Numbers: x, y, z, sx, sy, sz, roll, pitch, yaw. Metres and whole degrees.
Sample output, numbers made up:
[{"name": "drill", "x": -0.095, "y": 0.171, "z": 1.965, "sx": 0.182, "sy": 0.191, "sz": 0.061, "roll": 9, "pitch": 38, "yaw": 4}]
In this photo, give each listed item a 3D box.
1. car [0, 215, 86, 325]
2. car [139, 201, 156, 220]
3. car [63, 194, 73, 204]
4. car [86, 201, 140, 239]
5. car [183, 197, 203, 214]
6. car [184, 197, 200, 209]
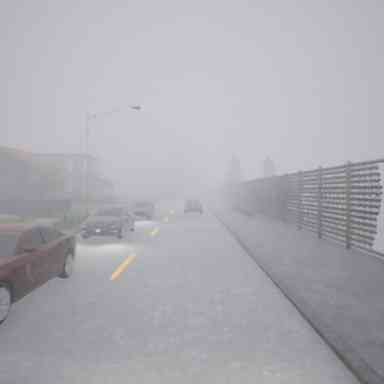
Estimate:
[{"name": "car", "x": -4.097, "y": 1.447, "z": 7.166, "sx": 1.882, "sy": 1.535, "sz": 5.008, "roll": 0, "pitch": 0, "yaw": 0}, {"name": "car", "x": -4.051, "y": 1.429, "z": 27.347, "sx": 2.033, "sy": 1.411, "sz": 5.357, "roll": 0, "pitch": 0, "yaw": 0}, {"name": "car", "x": -17.265, "y": 0.951, "z": 42.608, "sx": 3.633, "sy": 1.501, "sz": 1.845, "roll": 0, "pitch": 0, "yaw": 0}, {"name": "car", "x": -4.087, "y": 1.432, "z": 16.891, "sx": 1.837, "sy": 1.490, "sz": 4.892, "roll": 0, "pitch": 0, "yaw": 0}, {"name": "car", "x": 0.112, "y": 1.407, "z": 32.671, "sx": 2.033, "sy": 1.411, "sz": 5.357, "roll": 0, "pitch": 0, "yaw": 0}, {"name": "car", "x": 0.024, "y": 1.356, "z": 44.356, "sx": 2.033, "sy": 1.411, "sz": 5.357, "roll": 0, "pitch": 0, "yaw": 0}]
